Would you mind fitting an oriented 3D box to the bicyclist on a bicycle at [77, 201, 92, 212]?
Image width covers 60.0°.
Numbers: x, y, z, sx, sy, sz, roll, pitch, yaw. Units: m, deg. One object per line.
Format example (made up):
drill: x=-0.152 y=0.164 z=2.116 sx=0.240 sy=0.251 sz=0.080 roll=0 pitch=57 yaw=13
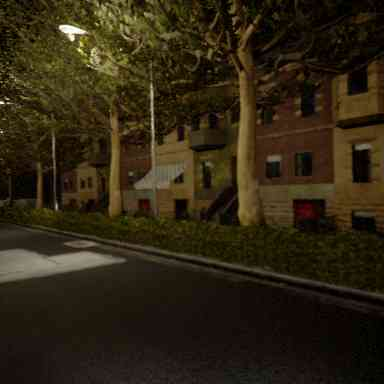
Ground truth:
bicyclist on a bicycle: x=-7.695 y=1.436 z=23.981 sx=1.656 sy=1.620 sz=0.582 roll=-2 pitch=0 yaw=-41
